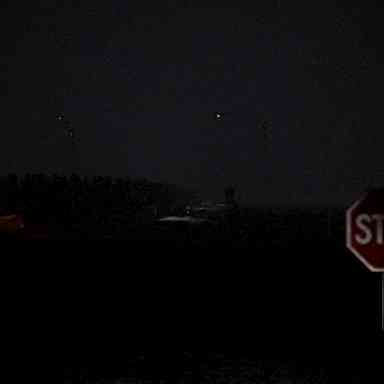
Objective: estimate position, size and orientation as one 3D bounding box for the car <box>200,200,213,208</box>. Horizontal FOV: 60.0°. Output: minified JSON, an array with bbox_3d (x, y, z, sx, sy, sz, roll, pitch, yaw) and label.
[{"bbox_3d":[2.847,2.271,62.029,1.812,1.442,4.674,0,1,10],"label":"car"}]

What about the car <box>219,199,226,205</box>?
[{"bbox_3d":[8.098,2.507,86.314,2.128,1.511,4.902,0,-1,14],"label":"car"}]

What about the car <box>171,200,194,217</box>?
[{"bbox_3d":[-1.017,1.698,36.221,2.097,1.767,4.553,0,-1,6],"label":"car"}]

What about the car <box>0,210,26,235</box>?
[{"bbox_3d":[-11.530,1.600,17.491,5.008,1.535,1.882,0,2,-6],"label":"car"}]
